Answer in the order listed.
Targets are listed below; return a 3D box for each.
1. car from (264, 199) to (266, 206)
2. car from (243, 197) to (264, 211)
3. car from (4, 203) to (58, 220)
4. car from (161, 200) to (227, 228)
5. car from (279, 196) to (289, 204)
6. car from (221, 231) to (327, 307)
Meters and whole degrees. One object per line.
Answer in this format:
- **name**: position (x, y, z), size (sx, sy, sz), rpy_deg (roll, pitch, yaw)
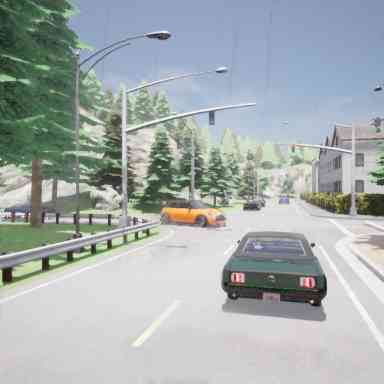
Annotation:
- **car**: position (10.261, 1.491, 51.035), size (2.128, 1.511, 4.902), rpy_deg (0, 0, 16)
- **car**: position (7.486, 1.601, 41.228), size (1.895, 1.301, 4.718), rpy_deg (0, 0, 16)
- **car**: position (-13.193, 1.579, 27.253), size (4.181, 1.385, 1.994), rpy_deg (0, 0, 15)
- **car**: position (0.105, 1.358, 22.199), size (4.553, 1.767, 2.097), rpy_deg (0, 1, 38)
- **car**: position (17.596, 1.547, 63.512), size (2.033, 1.411, 5.357), rpy_deg (0, 0, 16)
- **car**: position (2.021, 1.601, 8.106), size (1.895, 1.301, 4.718), rpy_deg (0, 0, 15)
